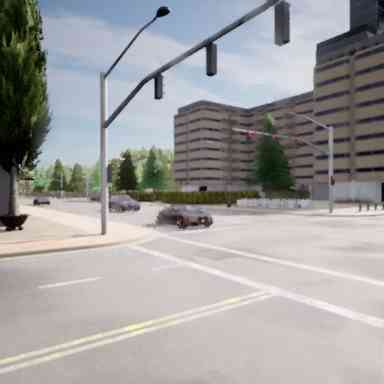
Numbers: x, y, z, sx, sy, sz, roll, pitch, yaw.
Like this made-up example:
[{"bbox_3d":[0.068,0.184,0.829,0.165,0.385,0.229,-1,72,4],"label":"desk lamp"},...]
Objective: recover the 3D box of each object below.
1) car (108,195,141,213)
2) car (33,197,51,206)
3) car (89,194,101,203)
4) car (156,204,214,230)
[{"bbox_3d":[-7.365,1.249,35.989,2.097,1.767,4.553,0,0,-36],"label":"car"},{"bbox_3d":[-24.114,1.469,53.301,2.033,1.411,5.357,0,0,-36],"label":"car"},{"bbox_3d":[-18.652,1.159,66.485,4.553,1.767,2.097,-2,0,40],"label":"car"},{"bbox_3d":[-0.536,1.483,20.843,1.994,1.385,4.181,0,0,-36],"label":"car"}]
